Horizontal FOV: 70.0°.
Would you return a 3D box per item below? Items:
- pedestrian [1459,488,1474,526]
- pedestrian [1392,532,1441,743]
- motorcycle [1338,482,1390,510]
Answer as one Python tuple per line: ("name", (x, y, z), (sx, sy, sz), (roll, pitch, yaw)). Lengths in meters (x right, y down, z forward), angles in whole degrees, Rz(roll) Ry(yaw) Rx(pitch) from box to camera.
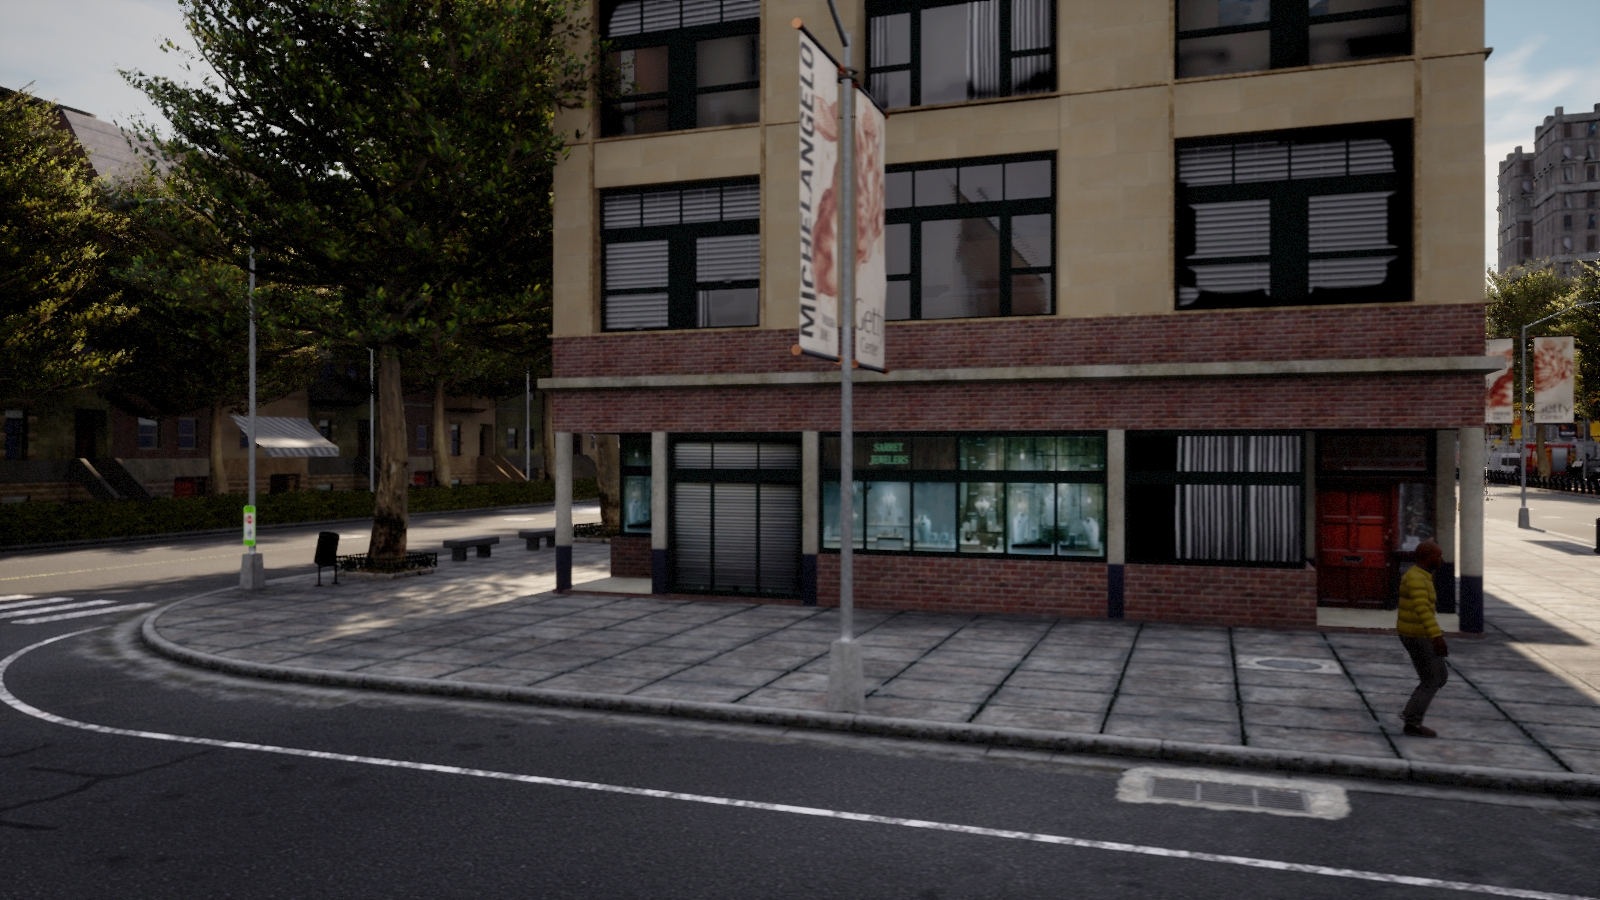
("pedestrian", (23.099, 1.980, 39.613), (0.375, 1.300, 0.375), (0, 0, 19))
("pedestrian", (5.651, 1.697, 10.488), (0.375, 1.860, 0.375), (0, 0, 26))
("motorcycle", (27.252, 2.208, 55.233), (2.209, 1.251, 0.867), (0, 0, 29))
